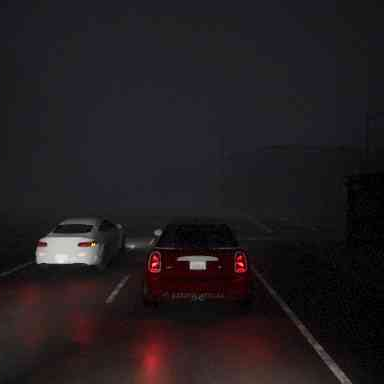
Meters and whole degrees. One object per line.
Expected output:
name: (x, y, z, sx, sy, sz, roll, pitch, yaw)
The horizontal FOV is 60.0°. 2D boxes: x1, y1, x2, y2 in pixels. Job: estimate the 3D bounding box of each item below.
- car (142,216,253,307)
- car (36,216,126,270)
car: (0.103, 1.349, 8.148, 2.097, 1.767, 4.553, 0, 0, 0)
car: (-3.412, 1.521, 10.907, 1.812, 1.442, 4.674, 0, 0, -1)
